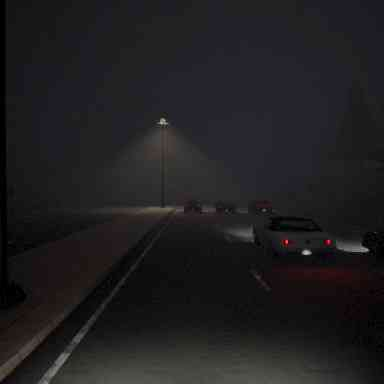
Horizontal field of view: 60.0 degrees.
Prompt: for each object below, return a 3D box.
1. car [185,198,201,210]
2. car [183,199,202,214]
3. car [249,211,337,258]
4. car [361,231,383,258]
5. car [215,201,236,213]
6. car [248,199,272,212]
[{"bbox_3d":[0.103,1.564,44.603,1.994,1.385,4.181,0,0,0],"label":"car"},{"bbox_3d":[0.097,1.526,35.848,1.812,1.442,4.674,0,0,0],"label":"car"},{"bbox_3d":[3.602,1.601,12.647,1.895,1.301,4.718,0,0,0],"label":"car"},{"bbox_3d":[7.101,1.547,9.697,2.033,1.411,5.357,0,0,0],"label":"car"},{"bbox_3d":[3.602,1.601,36.674,1.895,1.301,4.718,0,0,0],"label":"car"},{"bbox_3d":[7.102,1.506,35.062,1.837,1.490,4.892,0,0,0],"label":"car"}]
